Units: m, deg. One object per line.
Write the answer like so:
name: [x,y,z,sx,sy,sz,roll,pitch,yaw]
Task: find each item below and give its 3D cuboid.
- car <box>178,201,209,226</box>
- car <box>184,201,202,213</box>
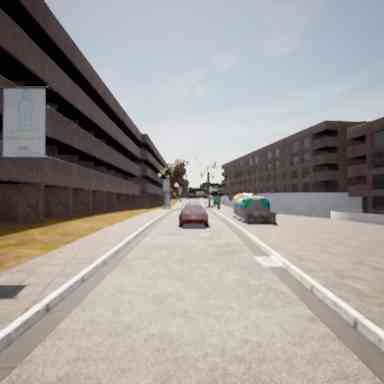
car: [0.101,1.533,22.850,1.994,1.385,4.181,0,0,0]
car: [0.101,1.758,40.226,2.033,1.411,5.357,0,-1,0]
